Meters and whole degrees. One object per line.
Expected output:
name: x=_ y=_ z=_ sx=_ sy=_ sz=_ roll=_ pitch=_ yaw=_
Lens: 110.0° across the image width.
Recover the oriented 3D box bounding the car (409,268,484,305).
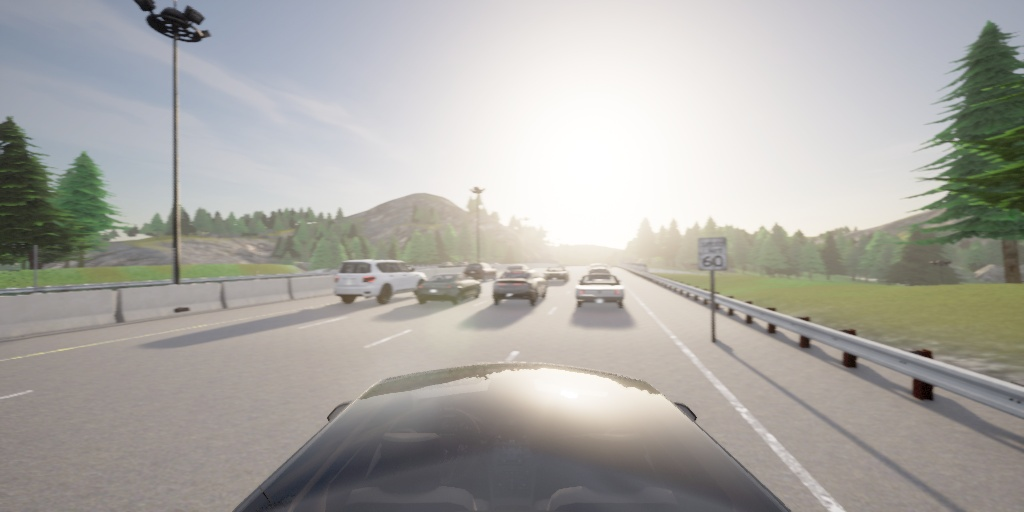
car: x=-2.934 y=1.494 z=17.508 sx=1.994 sy=1.385 sz=4.181 roll=-1 pitch=0 yaw=14

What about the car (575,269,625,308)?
car: x=3.831 y=1.420 z=15.710 sx=1.895 sy=1.301 sz=4.718 roll=-1 pitch=-1 yaw=14

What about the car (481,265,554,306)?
car: x=0.475 y=1.368 z=16.721 sx=2.128 sy=1.511 sz=4.902 roll=-1 pitch=0 yaw=14

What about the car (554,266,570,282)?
car: x=3.958 y=1.557 z=31.112 sx=1.895 sy=1.301 sz=4.718 roll=-1 pitch=0 yaw=14

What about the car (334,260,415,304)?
car: x=-6.398 y=1.198 z=18.100 sx=2.150 sy=2.045 sz=5.566 roll=-1 pitch=0 yaw=14

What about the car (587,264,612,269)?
car: x=7.405 y=1.396 z=30.475 sx=2.128 sy=1.511 sz=4.902 roll=-1 pitch=0 yaw=14

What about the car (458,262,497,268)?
car: x=-2.853 y=1.411 z=32.735 sx=2.097 sy=1.767 sz=4.553 roll=-1 pitch=-1 yaw=14

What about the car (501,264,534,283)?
car: x=0.601 y=1.517 z=32.118 sx=1.837 sy=1.490 sz=4.892 roll=-1 pitch=0 yaw=14
